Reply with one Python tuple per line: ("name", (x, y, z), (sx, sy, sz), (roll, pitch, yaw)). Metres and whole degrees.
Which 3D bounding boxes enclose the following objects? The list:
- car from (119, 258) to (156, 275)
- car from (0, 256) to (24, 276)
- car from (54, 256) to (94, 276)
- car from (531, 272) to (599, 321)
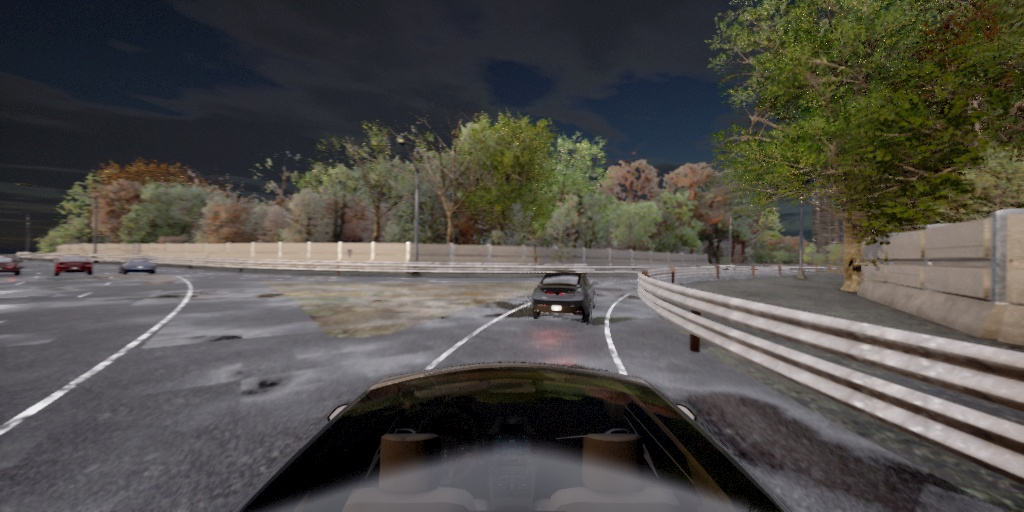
("car", (-32.481, 0.862, 31.124), (4.181, 1.385, 1.994), (1, 0, 39))
("car", (-38.595, 0.722, 27.050), (4.674, 1.442, 1.812), (1, 0, 37))
("car", (-35.023, 0.732, 28.701), (5.008, 1.535, 1.882), (1, 0, 39))
("car", (1.978, 1.306, 12.936), (1.837, 1.490, 4.892), (0, 0, 16))
